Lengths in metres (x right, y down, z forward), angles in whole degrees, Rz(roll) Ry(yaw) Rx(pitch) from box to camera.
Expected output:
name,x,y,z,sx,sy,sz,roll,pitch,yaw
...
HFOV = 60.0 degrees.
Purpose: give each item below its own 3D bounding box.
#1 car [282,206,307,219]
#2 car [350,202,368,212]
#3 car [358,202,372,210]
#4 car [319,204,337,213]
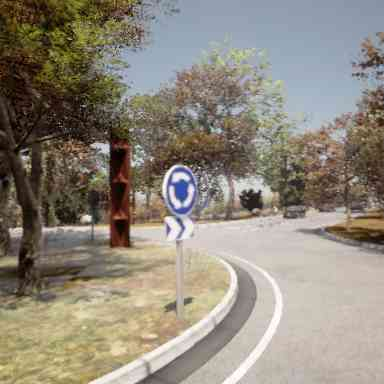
name,x,y,z,sx,sy,sz,roll,pitch,yaw
car,12.435,2.429,40.207,1.837,1.490,4.892,-1,-1,34
car,28.604,2.630,57.628,2.033,1.411,5.357,-1,-2,34
car,34.456,2.709,66.250,1.882,1.535,5.008,-1,-2,34
car,22.525,2.627,54.974,2.033,1.411,5.357,-1,-1,35
